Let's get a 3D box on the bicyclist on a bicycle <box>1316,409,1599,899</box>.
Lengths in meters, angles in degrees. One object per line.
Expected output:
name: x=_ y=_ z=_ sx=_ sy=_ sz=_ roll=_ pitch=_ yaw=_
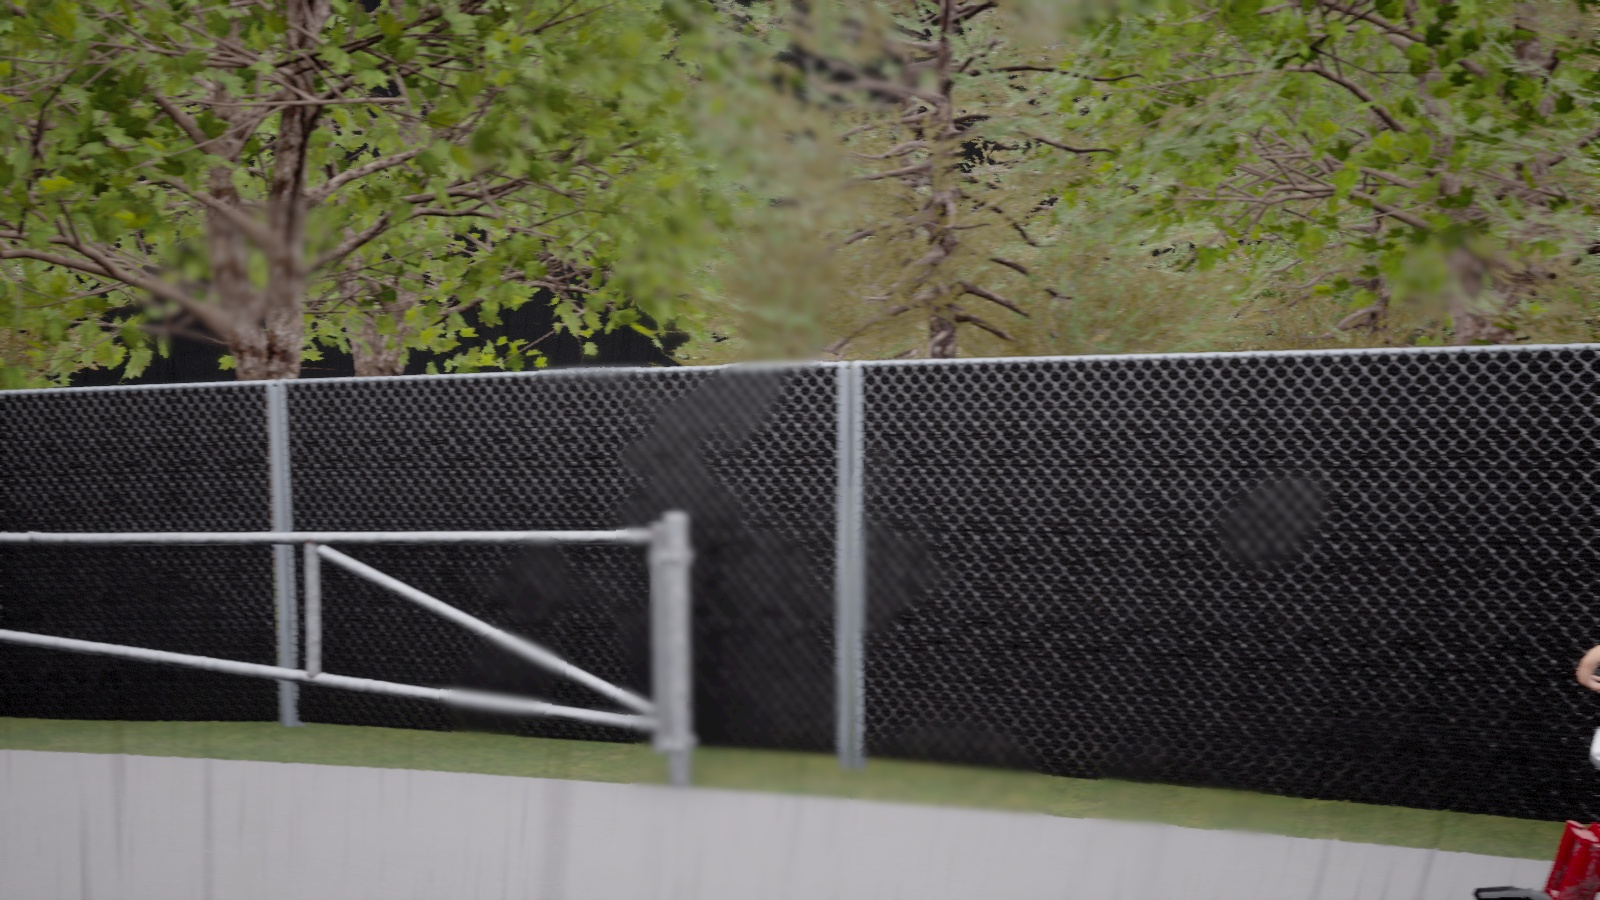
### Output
bicyclist on a bicycle: x=1.873 y=0.726 z=2.537 sx=1.509 sy=1.612 sz=0.866 roll=0 pitch=1 yaw=21
